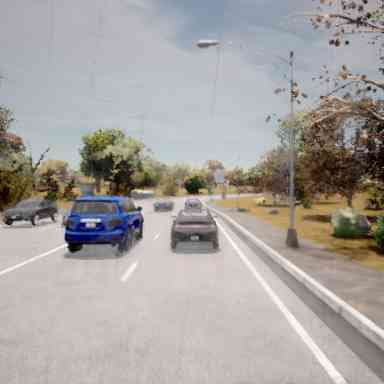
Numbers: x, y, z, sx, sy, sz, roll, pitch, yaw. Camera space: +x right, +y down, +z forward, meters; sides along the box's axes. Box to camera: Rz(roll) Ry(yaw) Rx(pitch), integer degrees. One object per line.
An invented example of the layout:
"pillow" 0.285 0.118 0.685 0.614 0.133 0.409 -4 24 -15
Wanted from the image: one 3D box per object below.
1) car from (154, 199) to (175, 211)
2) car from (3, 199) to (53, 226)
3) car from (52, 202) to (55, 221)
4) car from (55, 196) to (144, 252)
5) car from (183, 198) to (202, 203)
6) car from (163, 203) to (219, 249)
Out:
"car" -3.029 1.415 37.426 1.895 1.301 4.718 0 1 3
"car" -10.483 1.237 22.007 1.837 1.490 4.892 0 0 0
"car" -6.983 1.370 21.994 2.128 1.511 4.902 0 0 0
"car" -3.393 1.189 13.825 2.150 2.045 5.566 0 0 0
"car" 0.088 1.376 35.625 2.033 1.411 5.357 0 0 -1
"car" 0.107 1.455 14.481 2.128 1.511 4.902 0 0 0
